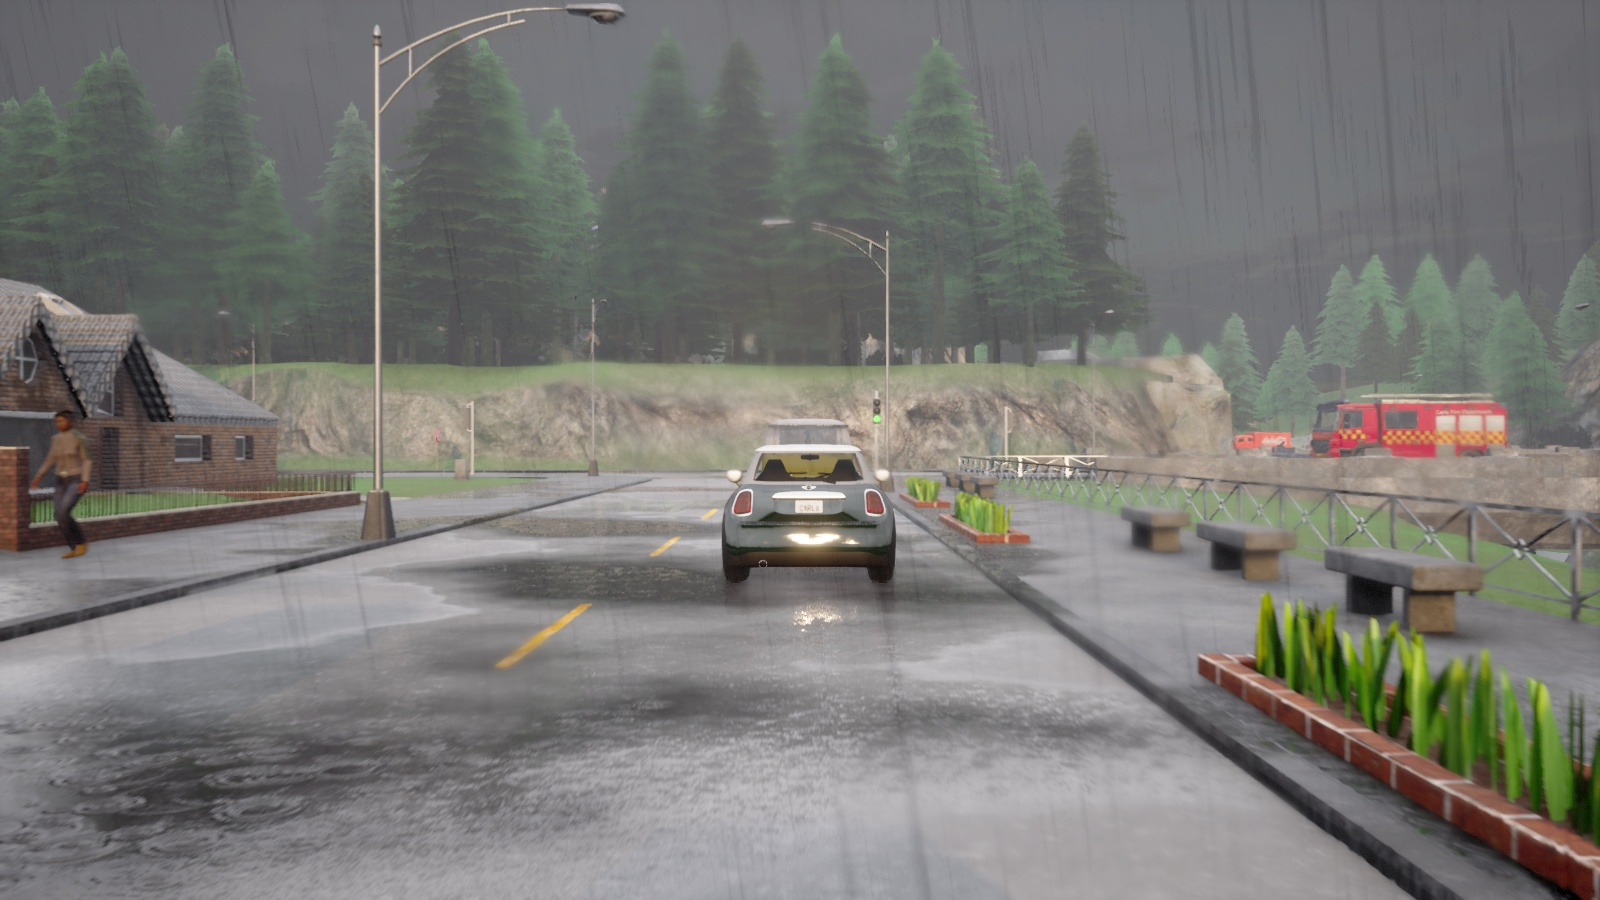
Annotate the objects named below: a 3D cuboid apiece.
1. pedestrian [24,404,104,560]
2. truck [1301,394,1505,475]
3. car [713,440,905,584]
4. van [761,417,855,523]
[{"bbox_3d":[-8.756,0.365,14.953,0.328,1.805,0.869,0,0,10],"label":"pedestrian"},{"bbox_3d":[29.154,-0.738,60.944,8.468,3.827,2.891,0,0,0],"label":"truck"},{"bbox_3d":[0.101,0.628,14.834,1.970,1.475,3.806,0,0,0],"label":"car"},{"bbox_3d":[0.164,0.354,25.791,1.775,1.987,4.442,0,0,0],"label":"van"}]
